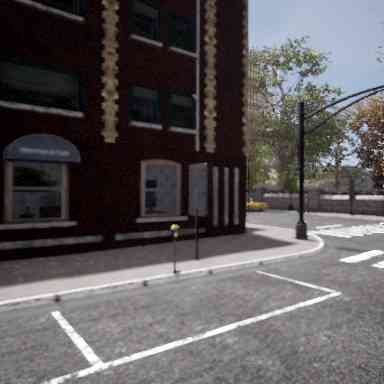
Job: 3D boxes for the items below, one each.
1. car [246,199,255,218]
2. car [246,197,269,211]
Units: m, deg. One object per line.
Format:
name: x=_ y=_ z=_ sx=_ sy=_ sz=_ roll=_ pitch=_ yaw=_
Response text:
car: x=2.230 y=1.298 z=24.428 sx=1.802 sy=1.307 sz=4.206 roll=2 pitch=0 yaw=-36
car: x=5.656 y=1.192 z=33.967 sx=1.752 sy=1.417 sz=4.829 roll=2 pitch=0 yaw=-36
